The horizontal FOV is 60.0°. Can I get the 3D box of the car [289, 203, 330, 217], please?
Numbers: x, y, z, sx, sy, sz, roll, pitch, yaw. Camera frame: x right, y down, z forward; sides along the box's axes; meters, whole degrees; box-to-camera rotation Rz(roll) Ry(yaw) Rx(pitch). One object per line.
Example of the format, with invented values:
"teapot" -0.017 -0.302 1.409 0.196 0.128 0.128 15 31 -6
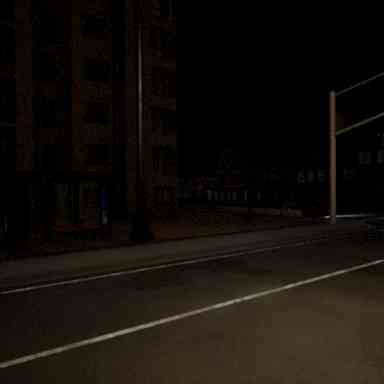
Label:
"car" 11.445 1.702 32.281 1.994 1.385 4.181 -1 -4 -36
